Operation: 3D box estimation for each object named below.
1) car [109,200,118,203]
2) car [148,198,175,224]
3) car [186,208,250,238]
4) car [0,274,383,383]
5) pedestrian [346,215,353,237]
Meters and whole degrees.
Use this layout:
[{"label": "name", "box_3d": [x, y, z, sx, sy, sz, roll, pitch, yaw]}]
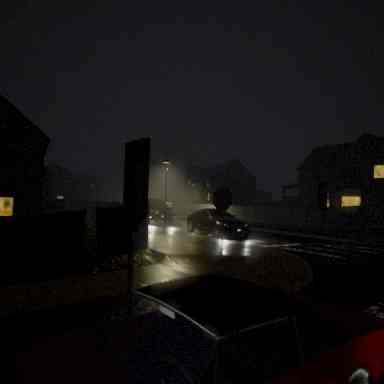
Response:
[{"label": "car", "box_3d": [-10.784, 1.959, 46.116, 2.097, 1.767, 4.553, 2, -2, -18]}, {"label": "car", "box_3d": [-3.299, 1.518, 27.419, 2.150, 2.045, 5.566, 3, -2, -25]}, {"label": "car", "box_3d": [1.264, 1.654, 18.544, 1.812, 1.442, 4.674, 3, -2, -28]}, {"label": "car", "box_3d": [-0.110, 1.604, 3.005, 4.718, 1.301, 1.895, 0, 0, -36]}, {"label": "pedestrian", "box_3d": [8.381, 1.447, 17.739, 0.375, 1.860, 0.375, 2, -1, -31]}]
